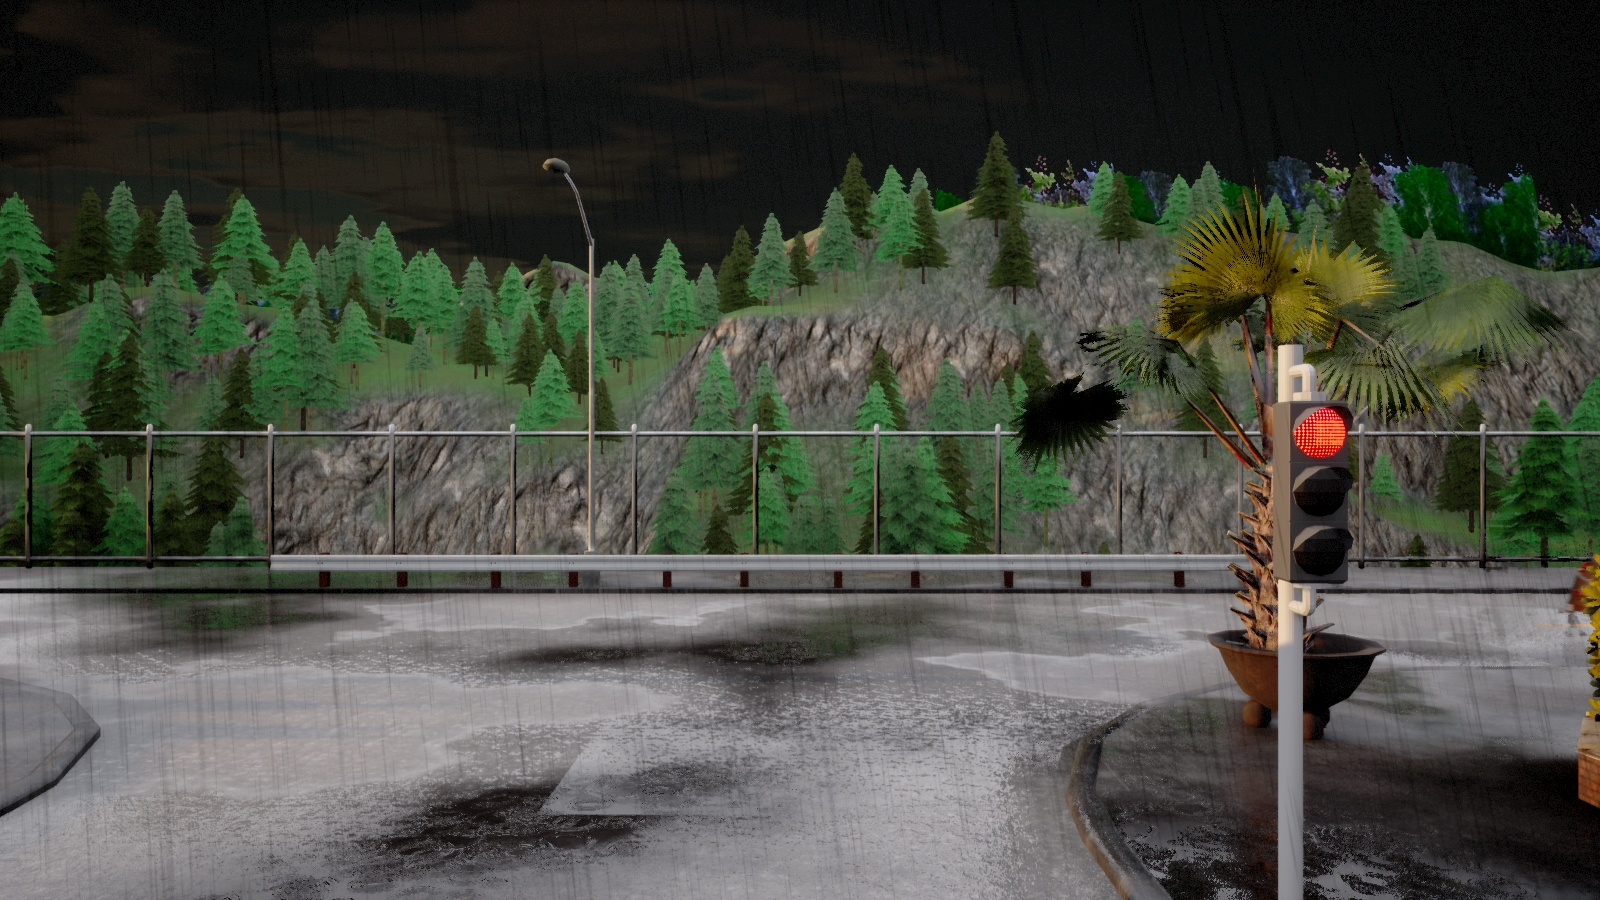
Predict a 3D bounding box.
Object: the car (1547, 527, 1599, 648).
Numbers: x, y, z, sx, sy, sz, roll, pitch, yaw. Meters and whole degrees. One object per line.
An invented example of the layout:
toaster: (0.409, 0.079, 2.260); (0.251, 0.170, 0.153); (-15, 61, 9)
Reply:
car: (13.887, 1.992, 16.325); (5.027, 1.651, 2.152); (0, 0, 0)
